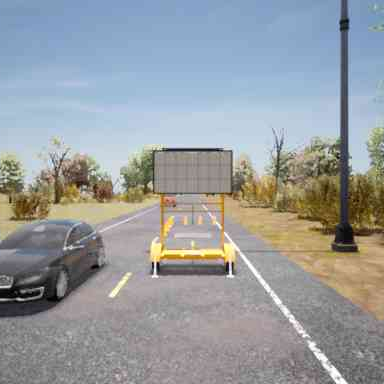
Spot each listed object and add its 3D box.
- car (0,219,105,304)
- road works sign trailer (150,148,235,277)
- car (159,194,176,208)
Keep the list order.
[{"bbox_3d":[-3.582,1.505,8.351,1.837,1.490,4.892,0,0,0],"label":"car"},{"bbox_3d":[0.023,0.464,10.174,2.380,3.560,2.880,0,0,0],"label":"road works sign trailer"},{"bbox_3d":[-3.492,1.188,48.433,2.150,2.045,5.566,0,0,0],"label":"car"}]
